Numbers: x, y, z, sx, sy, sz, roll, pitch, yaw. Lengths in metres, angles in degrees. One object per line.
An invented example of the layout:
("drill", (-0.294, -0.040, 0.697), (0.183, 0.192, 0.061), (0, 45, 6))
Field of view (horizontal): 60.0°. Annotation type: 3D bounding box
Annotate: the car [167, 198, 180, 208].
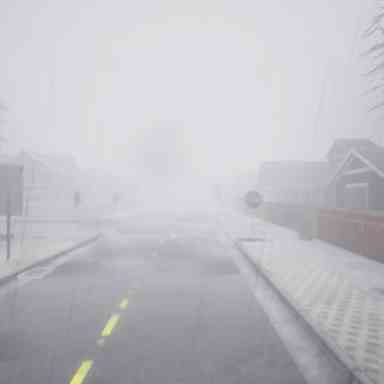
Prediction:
("car", (-2.746, 1.681, 50.298), (2.033, 1.411, 5.357), (0, 0, 0))
